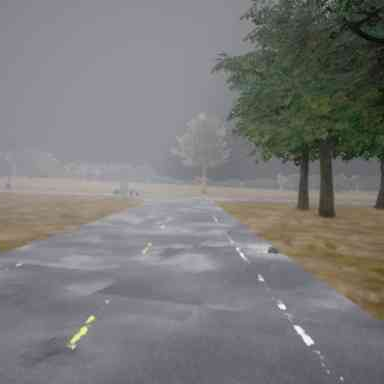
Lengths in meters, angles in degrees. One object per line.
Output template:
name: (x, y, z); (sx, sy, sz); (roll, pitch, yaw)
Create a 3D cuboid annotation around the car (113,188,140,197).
car: (-11.845, 0.038, 60.640); (4.892, 1.490, 1.837); (3, 1, 1)
